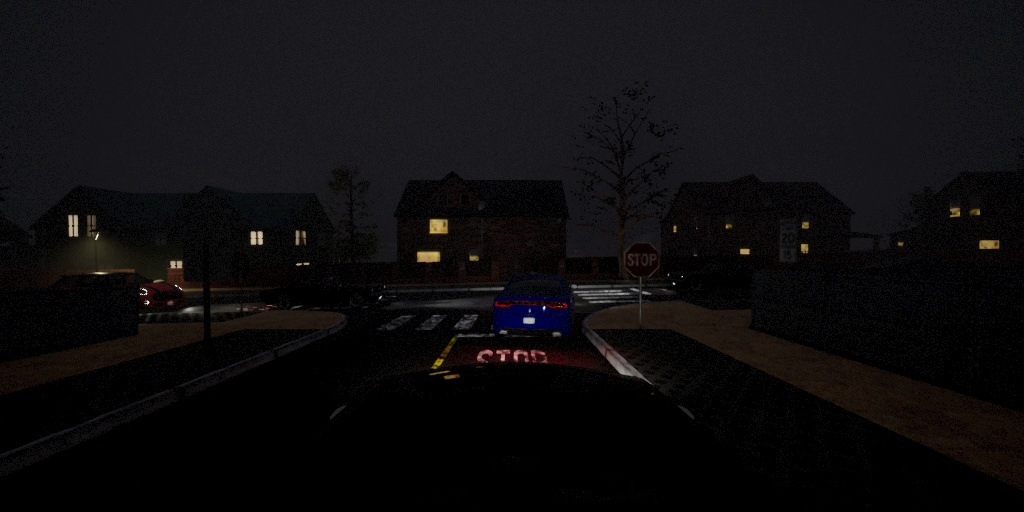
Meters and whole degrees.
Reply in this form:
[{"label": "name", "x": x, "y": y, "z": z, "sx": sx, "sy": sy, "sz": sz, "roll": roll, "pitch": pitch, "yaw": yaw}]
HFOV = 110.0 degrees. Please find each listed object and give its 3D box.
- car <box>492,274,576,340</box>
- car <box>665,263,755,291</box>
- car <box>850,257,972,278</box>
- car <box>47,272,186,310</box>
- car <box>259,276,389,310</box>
[{"label": "car", "x": 0.782, "y": 1.226, "z": 10.075, "sx": 1.882, "sy": 1.535, "sz": 5.008, "roll": 0, "pitch": 0, "yaw": 10}, {"label": "car", "x": 10.401, "y": 1.034, "z": 18.216, "sx": 4.718, "sy": 1.301, "sz": 1.895, "roll": -1, "pitch": 1, "yaw": -1}, {"label": "car", "x": 20.047, "y": 0.753, "z": 18.257, "sx": 5.357, "sy": 1.411, "sz": 2.033, "roll": -1, "pitch": 1, "yaw": 0}, {"label": "car", "x": -16.806, "y": 1.471, "z": 15.265, "sx": 4.553, "sy": 1.767, "sz": 2.097, "roll": -1, "pitch": 1, "yaw": 0}, {"label": "car", "x": -7.819, "y": 1.506, "z": 15.278, "sx": 4.718, "sy": 1.301, "sz": 1.895, "roll": -1, "pitch": 1, "yaw": 0}]
